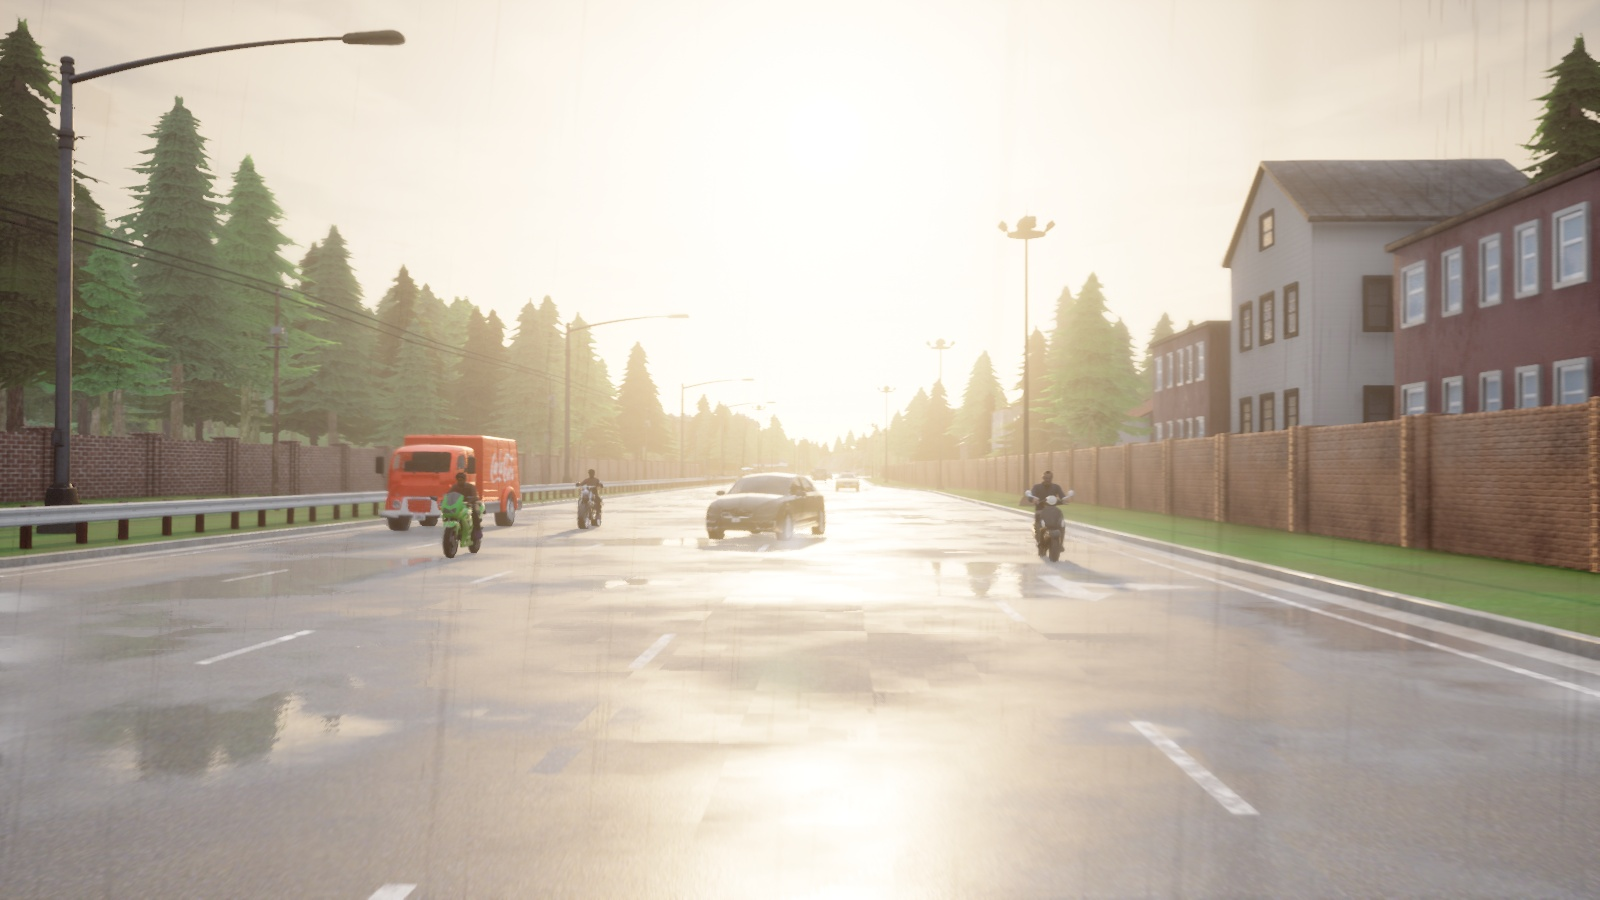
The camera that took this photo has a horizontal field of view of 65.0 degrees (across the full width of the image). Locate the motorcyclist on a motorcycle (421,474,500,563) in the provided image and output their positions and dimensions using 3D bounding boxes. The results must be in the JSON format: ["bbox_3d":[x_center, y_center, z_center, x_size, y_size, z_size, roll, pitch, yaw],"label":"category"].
[{"bbox_3d":[-6.094,1.204,22.660,0.797,1.523,2.044,0,-1,2],"label":"motorcyclist on a motorcycle"}]

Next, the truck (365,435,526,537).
[{"bbox_3d":[-9.213,0.926,33.249,2.627,2.467,5.204,0,-1,2],"label":"truck"}]

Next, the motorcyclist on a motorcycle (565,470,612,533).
[{"bbox_3d":[-5.688,1.358,33.904,0.766,1.649,2.350,0,-1,2],"label":"motorcyclist on a motorcycle"}]

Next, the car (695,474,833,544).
[{"bbox_3d":[-0.738,1.319,29.627,1.837,1.490,4.892,-1,-1,16],"label":"car"}]

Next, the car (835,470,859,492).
[{"bbox_3d":[3.558,2.334,95.333,1.801,1.575,5.366,0,-1,2],"label":"car"}]

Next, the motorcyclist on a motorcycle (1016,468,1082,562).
[{"bbox_3d":[4.401,1.123,22.349,0.866,1.590,1.817,0,-1,2],"label":"motorcyclist on a motorcycle"}]
